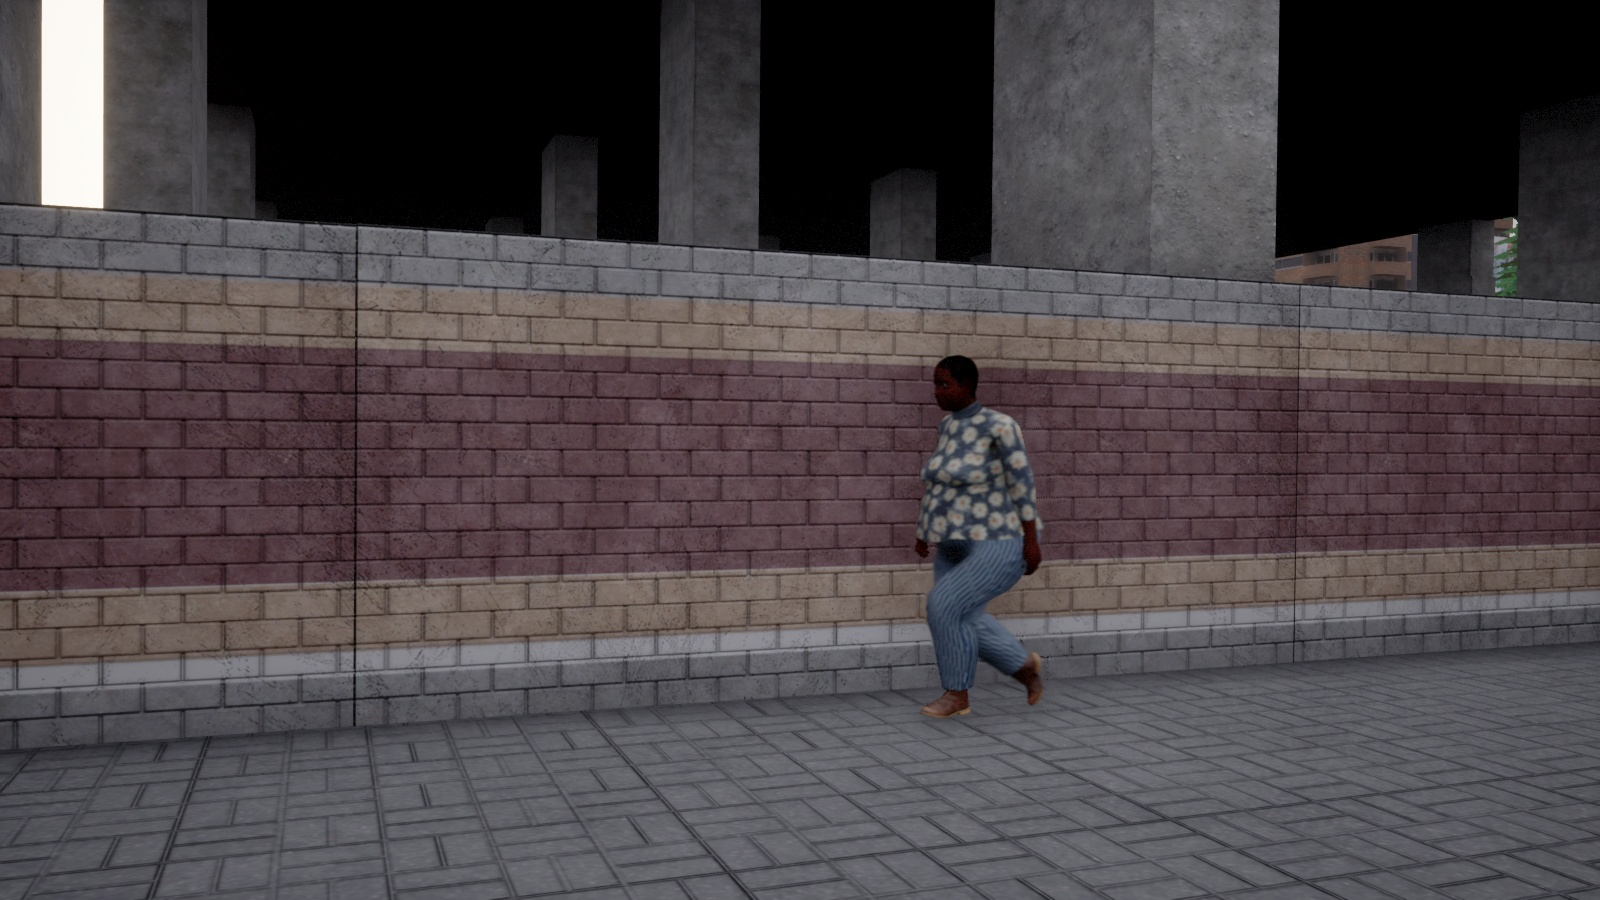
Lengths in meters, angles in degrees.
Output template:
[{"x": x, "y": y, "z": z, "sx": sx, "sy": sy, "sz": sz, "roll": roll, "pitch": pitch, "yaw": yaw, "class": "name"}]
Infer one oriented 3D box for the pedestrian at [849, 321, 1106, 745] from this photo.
[{"x": 0.831, "y": 0.352, "z": 6.050, "sx": 0.900, "sy": 1.855, "sz": 0.874, "roll": -1, "pitch": 1, "yaw": -21, "class": "pedestrian"}]
